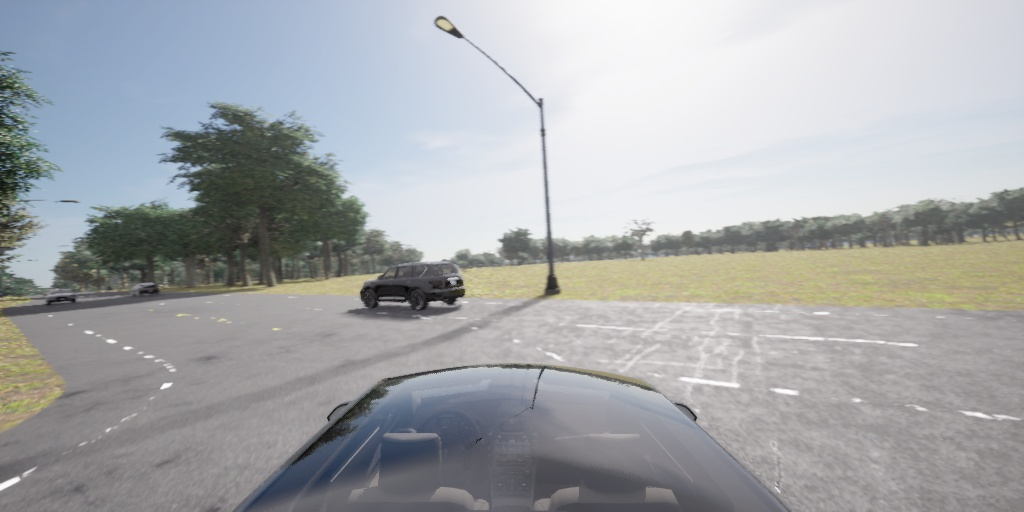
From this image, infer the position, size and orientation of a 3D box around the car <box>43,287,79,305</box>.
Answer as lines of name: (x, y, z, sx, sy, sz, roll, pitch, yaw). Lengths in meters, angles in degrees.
car: (-45.849, 4.118, 36.480, 4.892, 1.490, 1.837, -3, 0, 38)

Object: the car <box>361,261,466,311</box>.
car: (-4.685, 1.349, 16.697, 5.566, 2.045, 2.150, -3, 0, 34)

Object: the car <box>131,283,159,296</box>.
car: (-45.029, 4.072, 43.988, 4.892, 1.490, 1.837, -4, 0, 34)
